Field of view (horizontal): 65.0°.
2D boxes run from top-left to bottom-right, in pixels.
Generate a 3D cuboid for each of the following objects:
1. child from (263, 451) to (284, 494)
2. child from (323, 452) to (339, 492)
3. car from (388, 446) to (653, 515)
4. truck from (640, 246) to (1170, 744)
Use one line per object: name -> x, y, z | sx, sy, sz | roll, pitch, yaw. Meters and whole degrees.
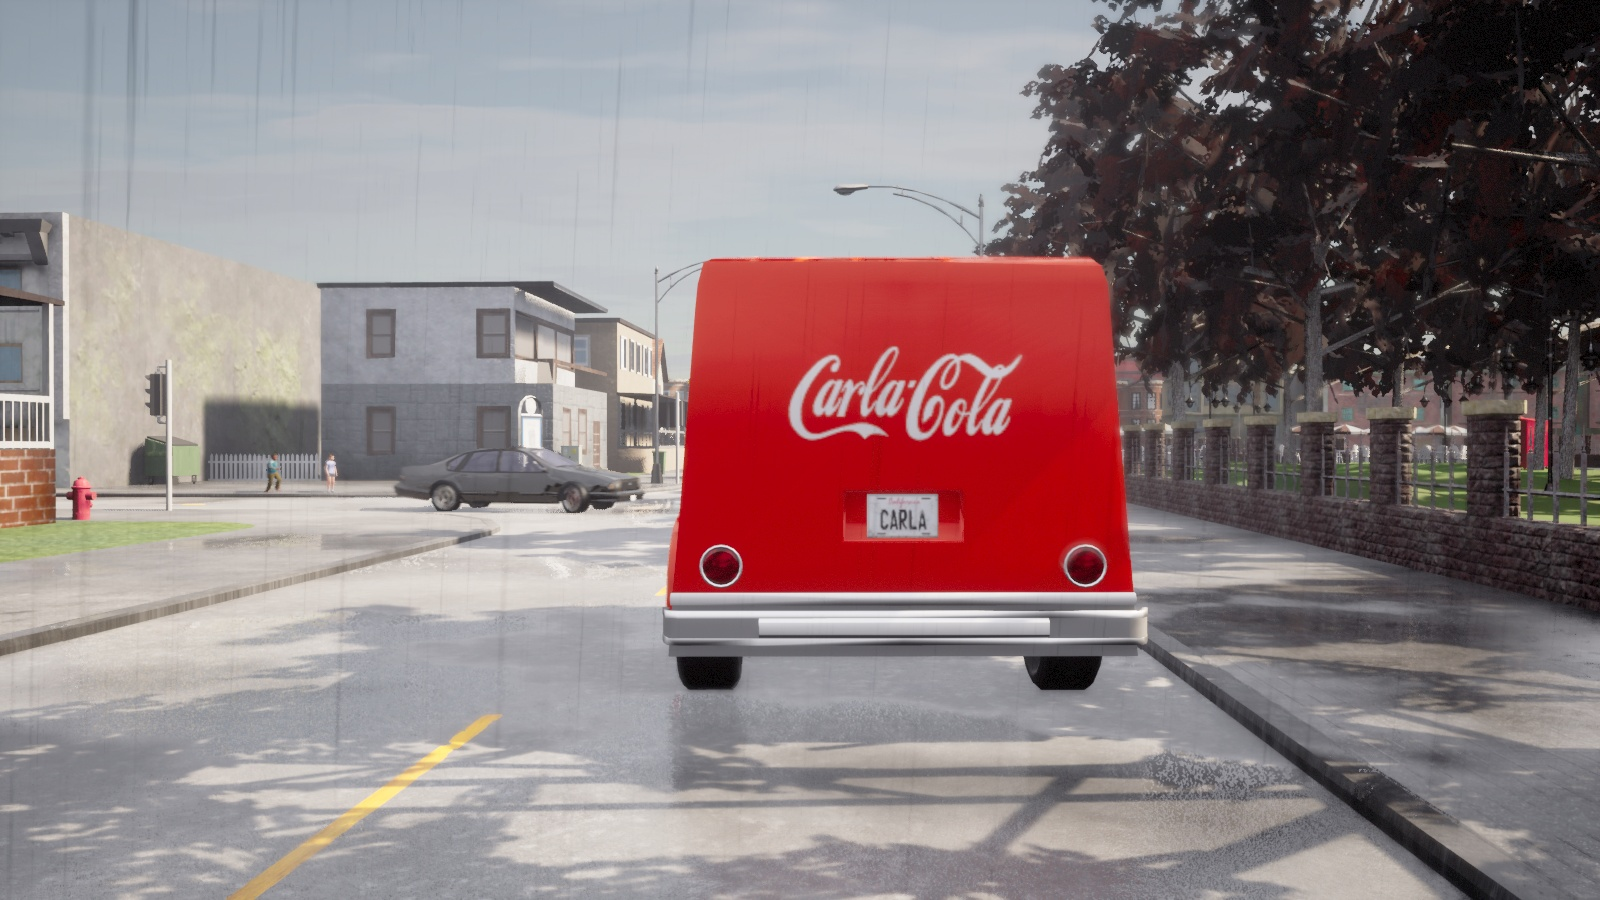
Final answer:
child -> -14.808, 0.625, 35.318 | 0.448, 1.192, 0.343 | 0, 0, 22
child -> -13.211, 0.626, 35.382 | 0.394, 1.110, 0.255 | 0, 0, 36
car -> -6.127, 0.632, 27.728 | 5.357, 1.411, 2.033 | 0, 0, 13
truck -> 0.519, 0.210, 8.828 | 2.627, 2.467, 5.204 | 0, 0, 0
